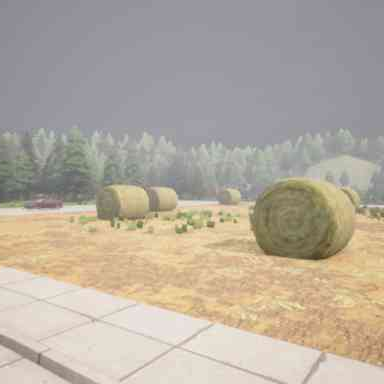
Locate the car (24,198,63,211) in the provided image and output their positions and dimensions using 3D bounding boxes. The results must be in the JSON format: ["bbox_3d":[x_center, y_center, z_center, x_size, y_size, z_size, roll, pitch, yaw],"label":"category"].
[{"bbox_3d":[-18.397,1.496,41.391,1.812,1.442,4.674,0,0,36],"label":"car"}]
